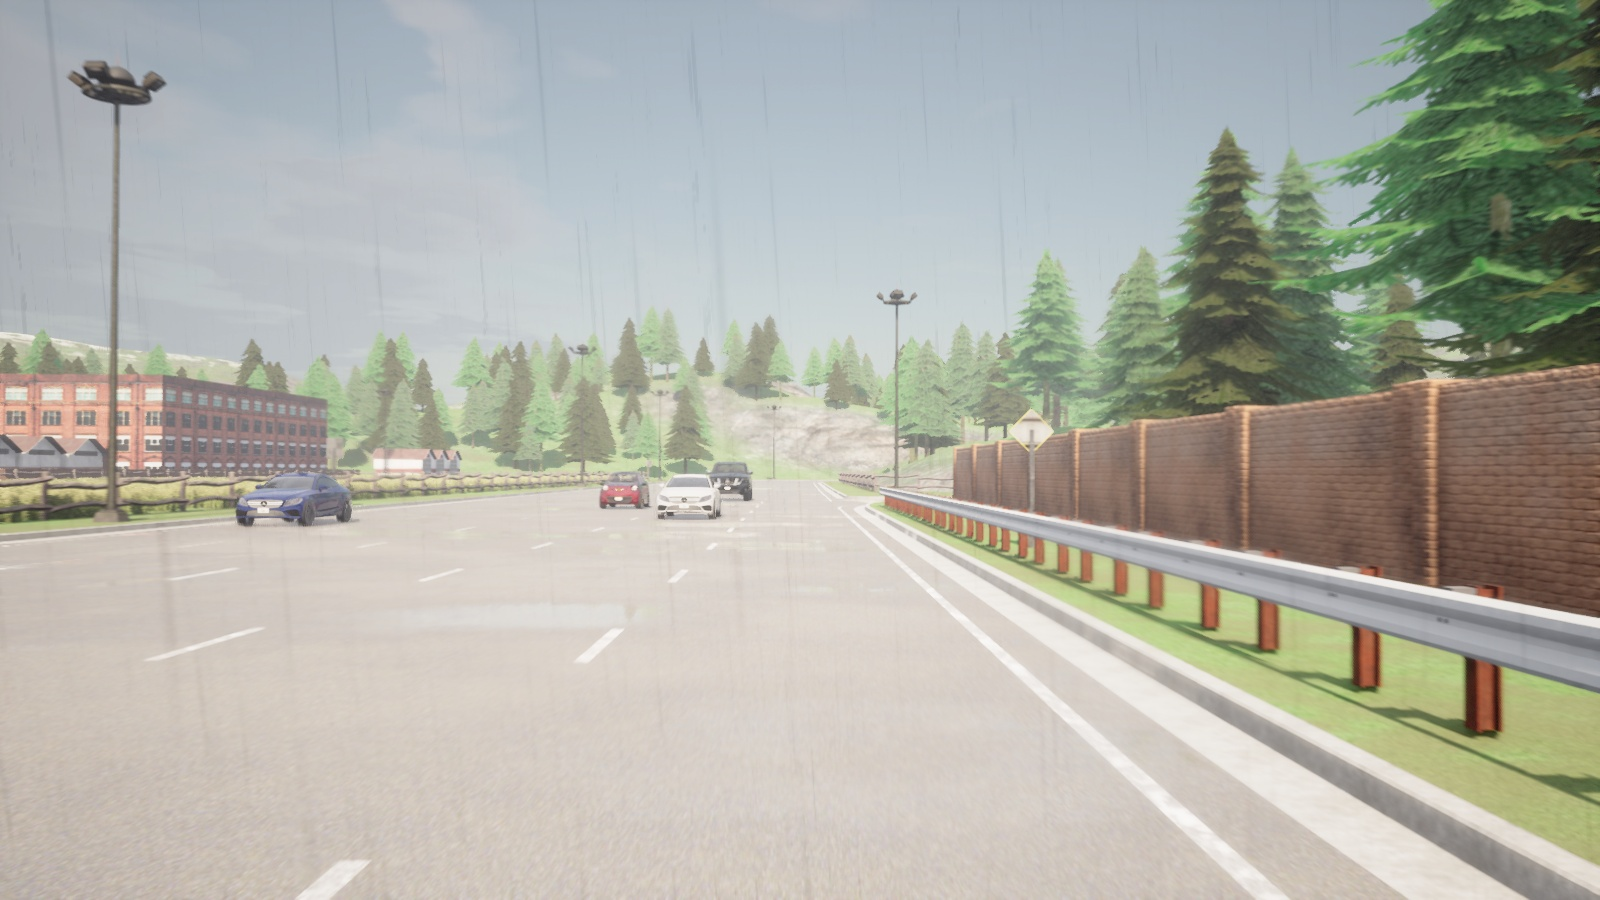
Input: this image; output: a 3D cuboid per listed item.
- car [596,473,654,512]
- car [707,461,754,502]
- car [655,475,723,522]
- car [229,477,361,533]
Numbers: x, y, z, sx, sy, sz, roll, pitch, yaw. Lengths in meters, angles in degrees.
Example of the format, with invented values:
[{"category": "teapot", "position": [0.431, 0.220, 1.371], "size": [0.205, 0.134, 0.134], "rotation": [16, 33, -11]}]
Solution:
[{"category": "car", "position": [-7.083, 1.708, 51.128], "size": [1.845, 1.501, 3.633], "rotation": [0, -1, 0]}, {"category": "car", "position": [-3.608, 1.645, 65.945], "size": [2.150, 2.045, 5.566], "rotation": [0, -1, 0]}, {"category": "car", "position": [-3.567, 1.538, 41.144], "size": [1.812, 1.442, 4.674], "rotation": [0, -1, 0]}, {"category": "car", "position": [-14.057, 1.481, 35.247], "size": [1.812, 1.442, 4.674], "rotation": [0, -1, 0]}]
